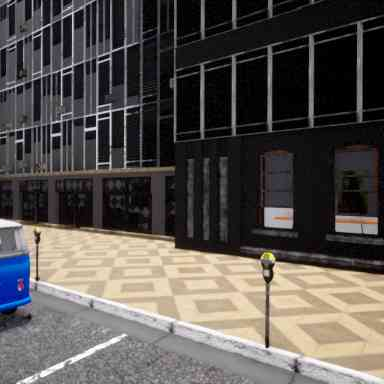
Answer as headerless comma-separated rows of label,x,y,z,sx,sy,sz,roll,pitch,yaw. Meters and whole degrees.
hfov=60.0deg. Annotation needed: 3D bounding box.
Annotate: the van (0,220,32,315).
van,-4.711,1.340,6.249,3.998,1.788,1.690,0,0,36
